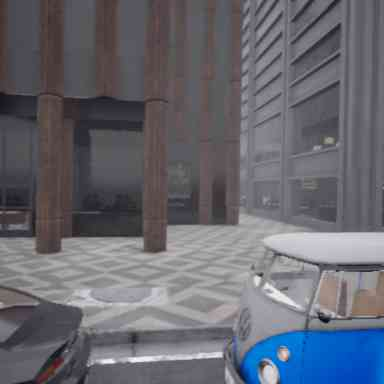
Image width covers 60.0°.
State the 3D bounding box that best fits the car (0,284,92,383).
[{"bbox_3d":[-3.121,1.452,2.704,4.403,1.369,2.008,1,0,-9],"label":"car"}]

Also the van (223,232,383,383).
[{"bbox_3d":[2.453,1.349,3.565,3.998,1.788,1.690,1,0,-9],"label":"van"}]
